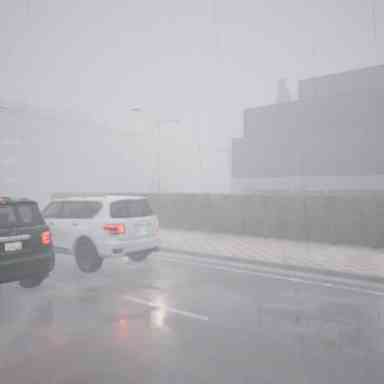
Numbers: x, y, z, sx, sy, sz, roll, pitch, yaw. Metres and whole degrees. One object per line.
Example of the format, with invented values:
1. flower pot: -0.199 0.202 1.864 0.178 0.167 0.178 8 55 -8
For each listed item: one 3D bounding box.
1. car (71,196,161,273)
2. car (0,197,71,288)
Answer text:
1. car: -3.522 1.154 10.735 5.566 2.045 2.150 -1 0 36
2. car: -5.535 1.154 7.872 5.566 2.045 2.150 -1 0 36
